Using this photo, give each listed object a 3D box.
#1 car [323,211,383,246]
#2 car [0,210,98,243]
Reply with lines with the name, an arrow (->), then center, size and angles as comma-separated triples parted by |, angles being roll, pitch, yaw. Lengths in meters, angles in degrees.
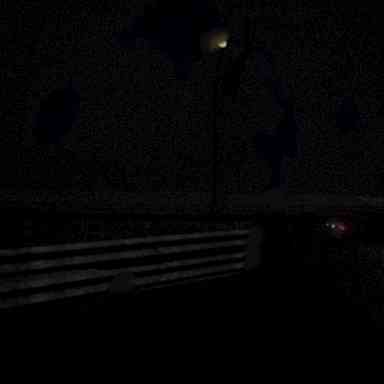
car -> 8.769, 1.573, 14.907 | 5.357, 1.411, 2.033 | 0, 0, -3
car -> -6.760, 1.490, 15.051 | 4.718, 1.301, 1.895 | 1, 0, 5
